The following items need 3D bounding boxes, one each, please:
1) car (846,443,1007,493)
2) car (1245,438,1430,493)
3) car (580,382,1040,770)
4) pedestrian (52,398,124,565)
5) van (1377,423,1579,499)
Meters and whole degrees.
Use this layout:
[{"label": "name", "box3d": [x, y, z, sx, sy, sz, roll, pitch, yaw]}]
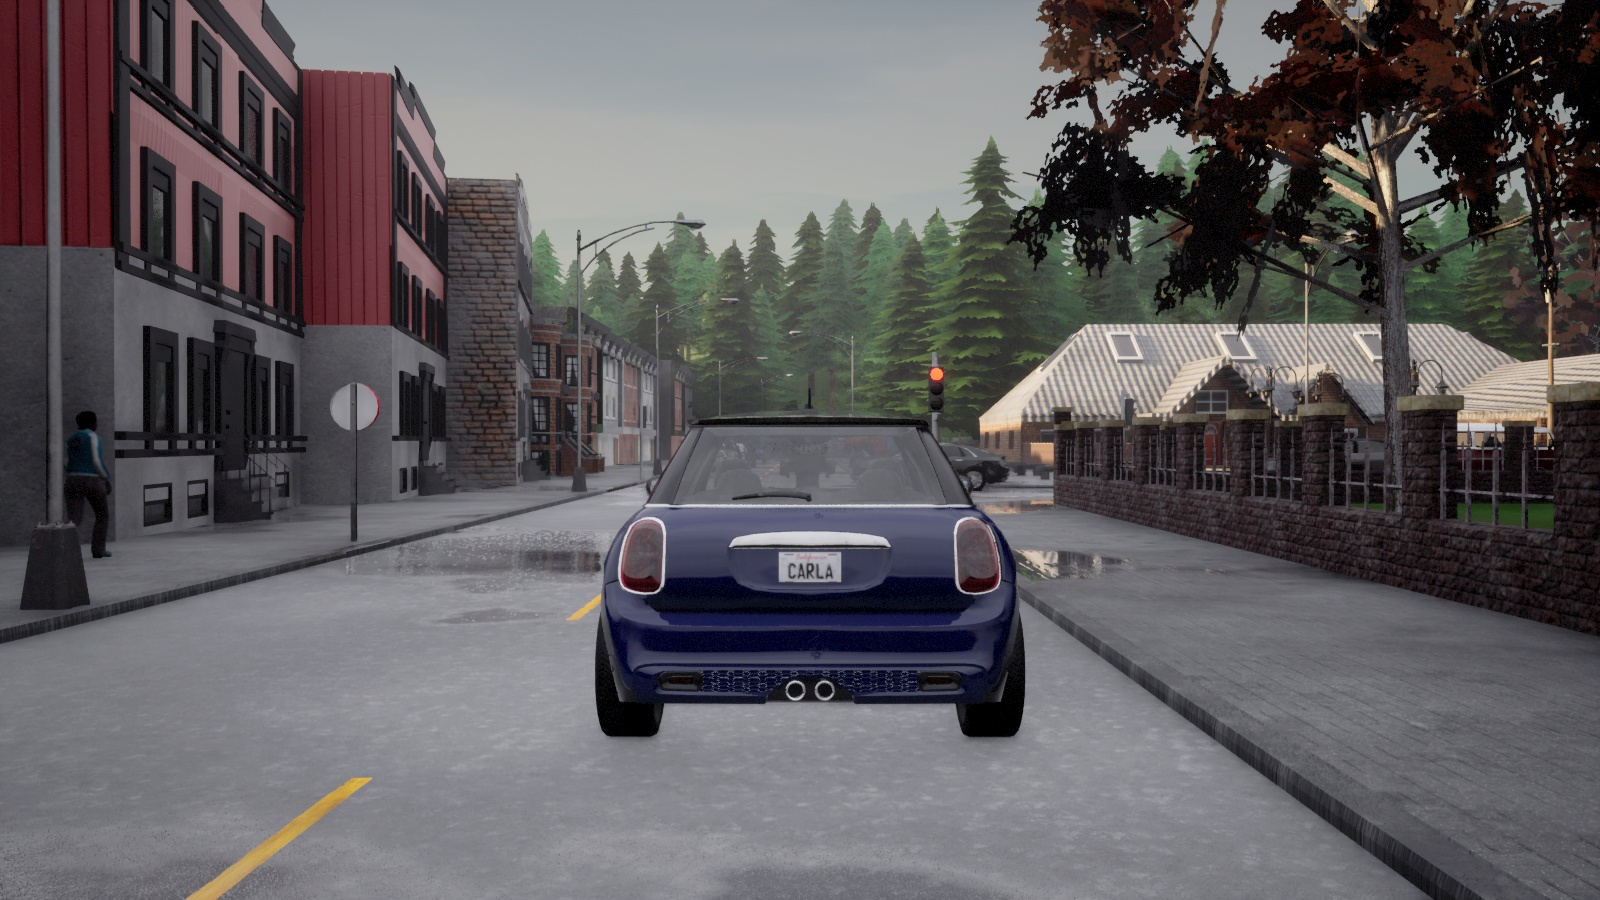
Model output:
[{"label": "car", "box3d": [3.962, 0.533, 39.292, 4.892, 1.490, 1.837, 0, 1, 8]}, {"label": "car", "box3d": [16.554, 0.471, 38.858, 4.856, 1.649, 2.033, 0, 0, 0]}, {"label": "car", "box3d": [0.059, 0.560, 8.001, 2.097, 1.767, 4.553, 0, 0, 0]}, {"label": "pedestrian", "box3d": [-8.455, 0.365, 14.921, 0.396, 1.930, 0.692, 0, 0, 8]}, {"label": "van", "box3d": [18.718, 0.288, 34.808, 4.480, 2.038, 2.069, 0, 0, -1]}]
